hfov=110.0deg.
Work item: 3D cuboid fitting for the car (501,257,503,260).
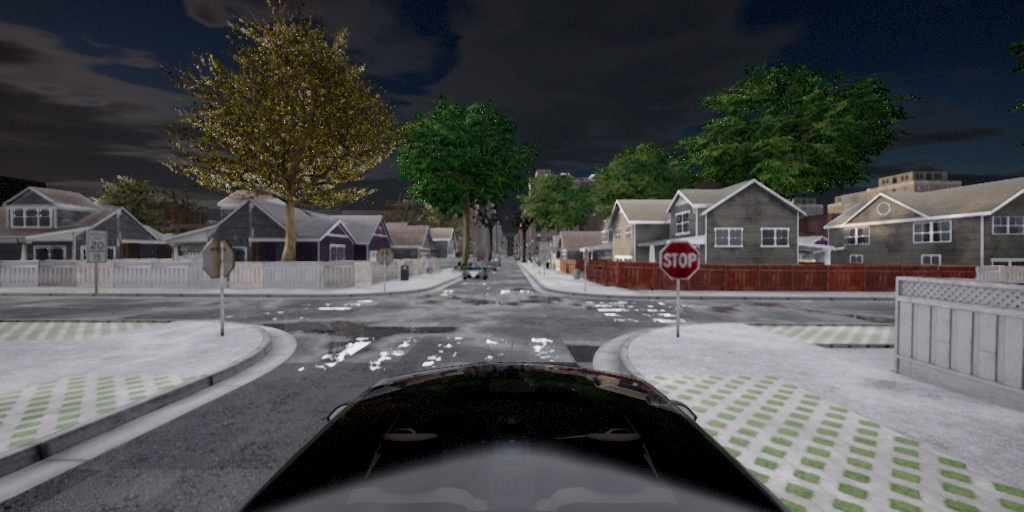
[{"bbox_3d":[-2.862,1.223,61.215,1.812,1.442,4.674,0,0,0],"label":"car"}]

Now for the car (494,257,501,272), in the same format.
[{"bbox_3d":[-2.915,1.178,45.524,2.128,1.511,4.902,0,0,0],"label":"car"}]

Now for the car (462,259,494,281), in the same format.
[{"bbox_3d":[-2.894,1.197,29.369,2.128,1.511,4.902,0,0,0],"label":"car"}]
